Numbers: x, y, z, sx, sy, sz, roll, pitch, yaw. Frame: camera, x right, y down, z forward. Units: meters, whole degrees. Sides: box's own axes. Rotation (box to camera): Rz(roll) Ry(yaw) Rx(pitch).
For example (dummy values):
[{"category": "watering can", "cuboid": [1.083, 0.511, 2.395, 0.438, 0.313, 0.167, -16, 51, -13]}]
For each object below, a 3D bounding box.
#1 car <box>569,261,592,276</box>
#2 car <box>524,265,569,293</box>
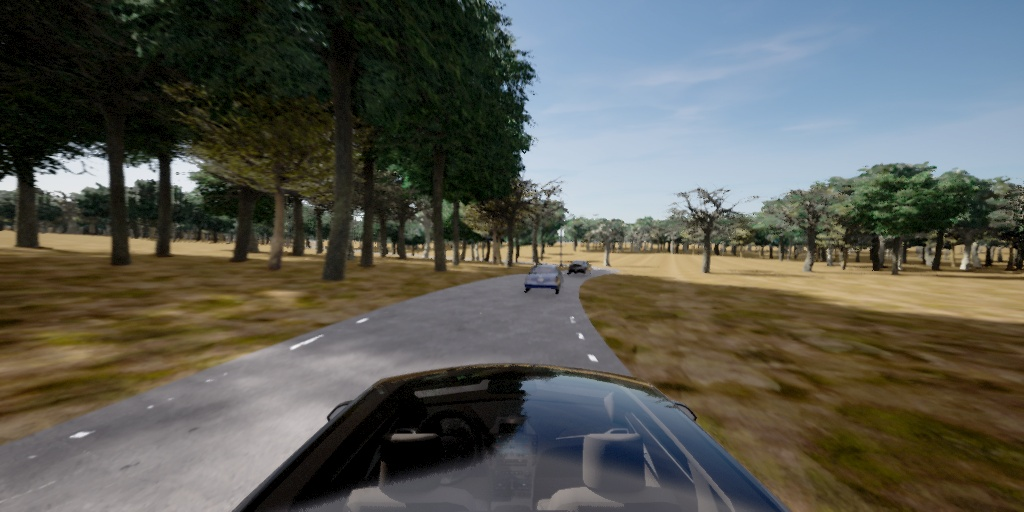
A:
[{"category": "car", "cuboid": [7.188, 1.232, 37.599, 1.837, 1.490, 4.892, 2, 0, 22]}, {"category": "car", "cuboid": [1.856, 1.196, 19.917, 2.033, 1.411, 5.357, 2, 0, 11]}]
